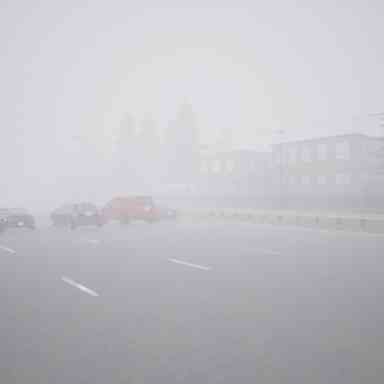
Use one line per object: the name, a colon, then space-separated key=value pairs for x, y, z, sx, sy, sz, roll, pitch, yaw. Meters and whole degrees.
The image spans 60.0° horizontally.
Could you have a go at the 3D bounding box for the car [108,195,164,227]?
car: x=-4.726 y=1.279 z=23.946 sx=2.150 sy=2.045 sz=5.566 roll=-1 pitch=0 yaw=-41

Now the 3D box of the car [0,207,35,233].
car: x=-11.290 y=1.666 z=20.854 sx=1.812 sy=1.442 sz=4.674 roll=-1 pitch=0 yaw=-41

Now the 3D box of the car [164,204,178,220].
car: x=-3.046 y=1.600 z=27.370 sx=1.994 sy=1.385 sz=4.181 roll=-1 pitch=0 yaw=-41

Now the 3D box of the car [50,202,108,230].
car: x=-7.747 y=1.448 z=22.094 sx=2.097 sy=1.767 sz=4.553 roll=-1 pitch=0 yaw=-41
